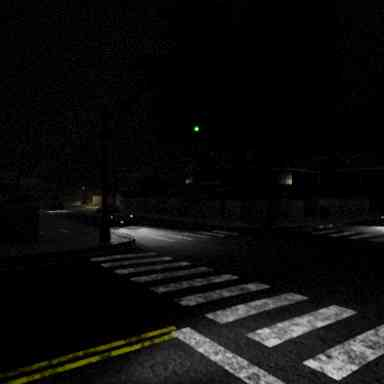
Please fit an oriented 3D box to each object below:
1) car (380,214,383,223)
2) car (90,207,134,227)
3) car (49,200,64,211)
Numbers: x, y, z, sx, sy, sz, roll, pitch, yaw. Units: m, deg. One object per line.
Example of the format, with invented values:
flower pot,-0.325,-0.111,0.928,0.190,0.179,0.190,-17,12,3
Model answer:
car,14.621,1.510,22.130,5.357,1.411,2.033,0,0,-36
car,-6.014,1.785,24.660,1.895,1.301,4.718,0,0,-33
car,-19.515,1.917,47.781,2.033,1.411,5.357,0,0,-27
